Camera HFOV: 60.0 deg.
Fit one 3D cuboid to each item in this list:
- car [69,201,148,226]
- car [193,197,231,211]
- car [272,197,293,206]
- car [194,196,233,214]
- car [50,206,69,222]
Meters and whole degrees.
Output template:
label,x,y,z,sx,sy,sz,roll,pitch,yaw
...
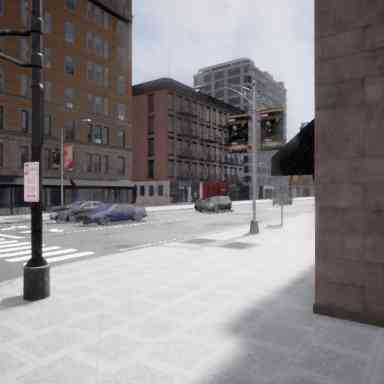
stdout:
label,x,y,z,sx,sy,sz,roll,pitch,yaw
car,-5.377,1.481,22.981,2.033,1.411,5.357,0,0,35
car,2.446,1.410,39.721,2.033,1.411,5.357,0,0,35
car,13.607,1.340,49.767,1.812,1.442,4.674,0,0,35
car,2.373,1.229,33.977,2.097,1.767,4.553,0,0,35
car,-8.095,1.432,24.764,2.128,1.511,4.902,0,0,35
